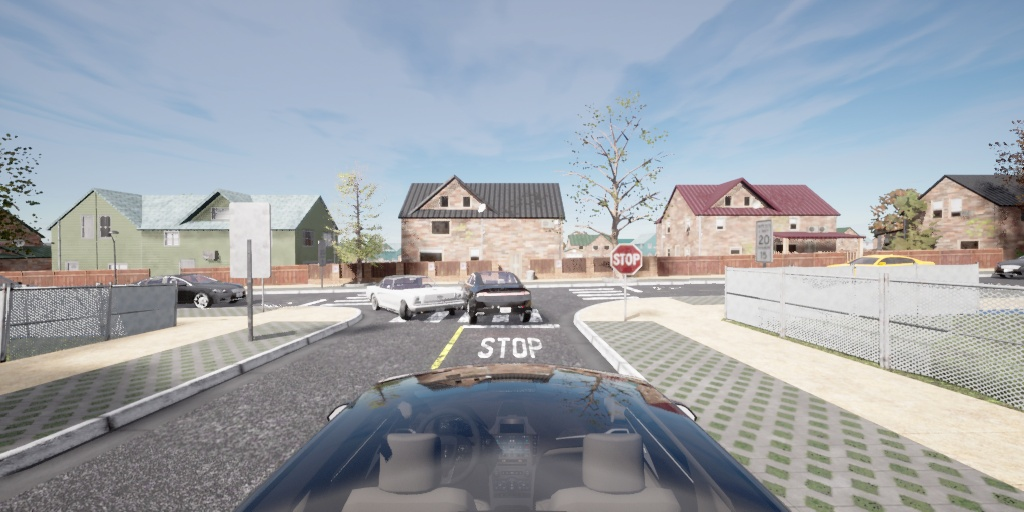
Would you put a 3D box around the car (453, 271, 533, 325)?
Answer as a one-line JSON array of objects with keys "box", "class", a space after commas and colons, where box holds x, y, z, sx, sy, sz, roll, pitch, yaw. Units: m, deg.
[{"box": [-0.680, 1.242, 11.991, 2.128, 1.511, 4.902, 0, 0, -12], "class": "car"}]

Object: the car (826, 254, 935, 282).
[{"box": [19.753, 0.691, 19.426, 5.008, 1.535, 1.882, -1, 1, 0], "class": "car"}]

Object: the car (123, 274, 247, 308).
[{"box": [-14.895, 1.566, 16.353, 4.902, 1.511, 2.128, -1, 1, 0], "class": "car"}]

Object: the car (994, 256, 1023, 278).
[{"box": [29.394, 0.478, 19.458, 4.902, 1.511, 2.128, -1, 1, 0], "class": "car"}]

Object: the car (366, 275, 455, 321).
[{"box": [-3.597, 1.368, 12.852, 1.895, 1.301, 4.718, 0, 0, -38], "class": "car"}]

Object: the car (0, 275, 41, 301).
[{"box": [-24.232, 1.648, 16.317, 4.553, 1.767, 2.097, -1, 1, 0], "class": "car"}]
